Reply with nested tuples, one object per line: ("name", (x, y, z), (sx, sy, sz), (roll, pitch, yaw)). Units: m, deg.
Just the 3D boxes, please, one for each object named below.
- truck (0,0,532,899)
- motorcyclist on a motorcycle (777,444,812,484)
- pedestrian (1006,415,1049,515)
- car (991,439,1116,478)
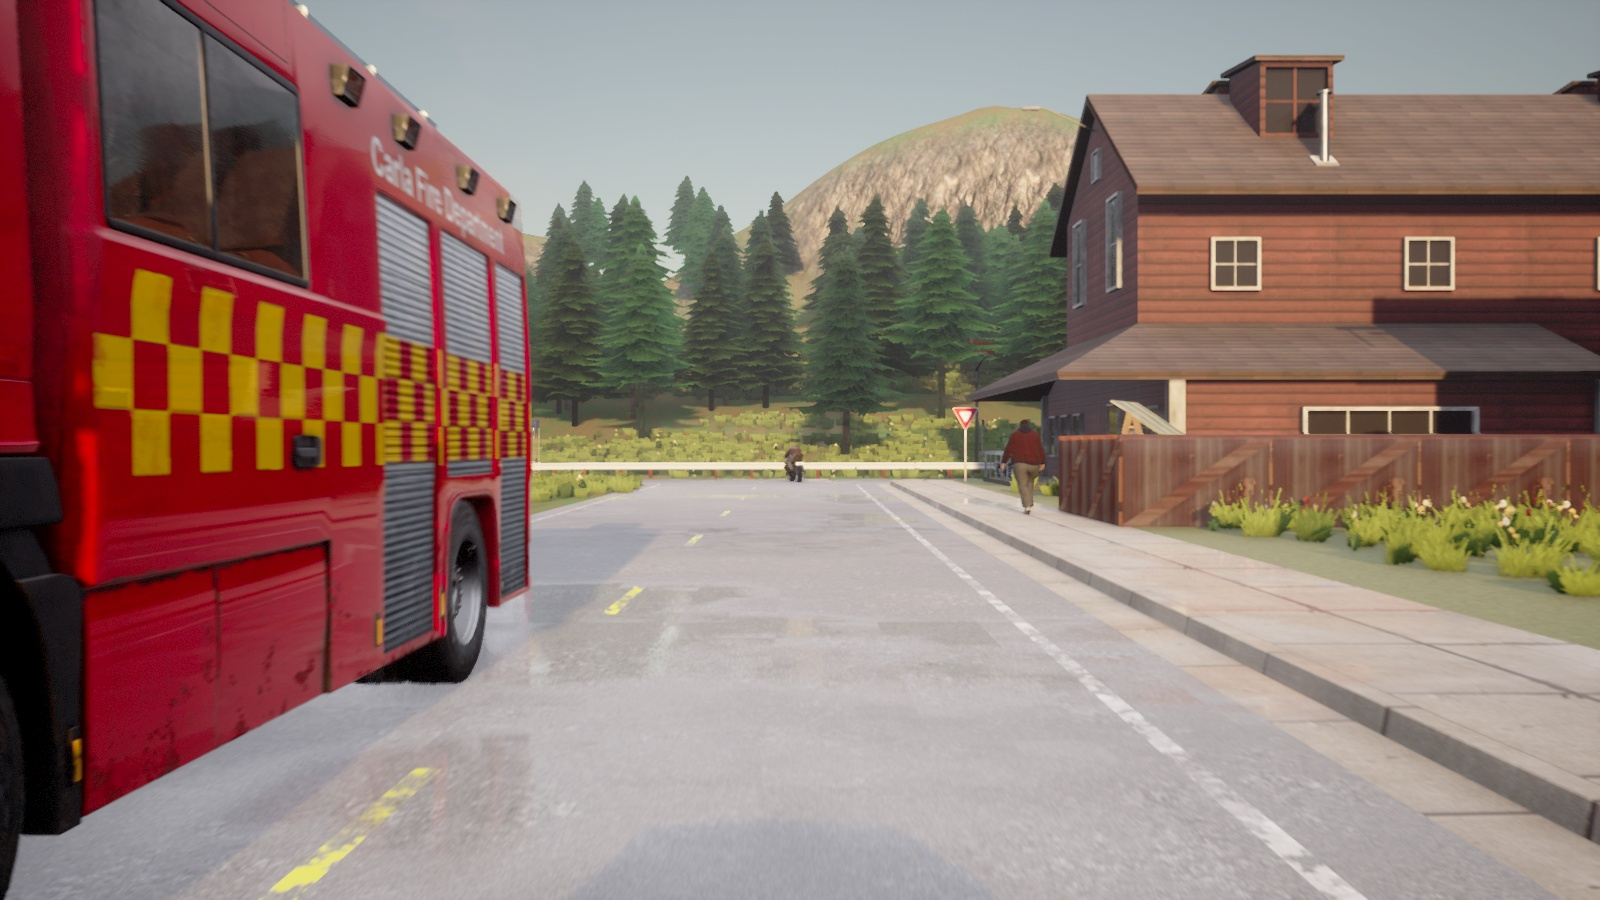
("truck", (-3.455, -0.448, 5.078), (2.891, 3.827, 8.468), (0, 0, 0))
("motorcyclist on a motorcycle", (-0.236, 0.549, 49.119), (0.866, 1.530, 2.191), (-1, 0, -13))
("pedestrian", (4.268, 0.272, 23.598), (0.634, 1.844, 0.899), (0, 0, 0))
("car", (10.978, 0.366, 54.664), (5.027, 1.651, 2.152), (0, 0, 0))
